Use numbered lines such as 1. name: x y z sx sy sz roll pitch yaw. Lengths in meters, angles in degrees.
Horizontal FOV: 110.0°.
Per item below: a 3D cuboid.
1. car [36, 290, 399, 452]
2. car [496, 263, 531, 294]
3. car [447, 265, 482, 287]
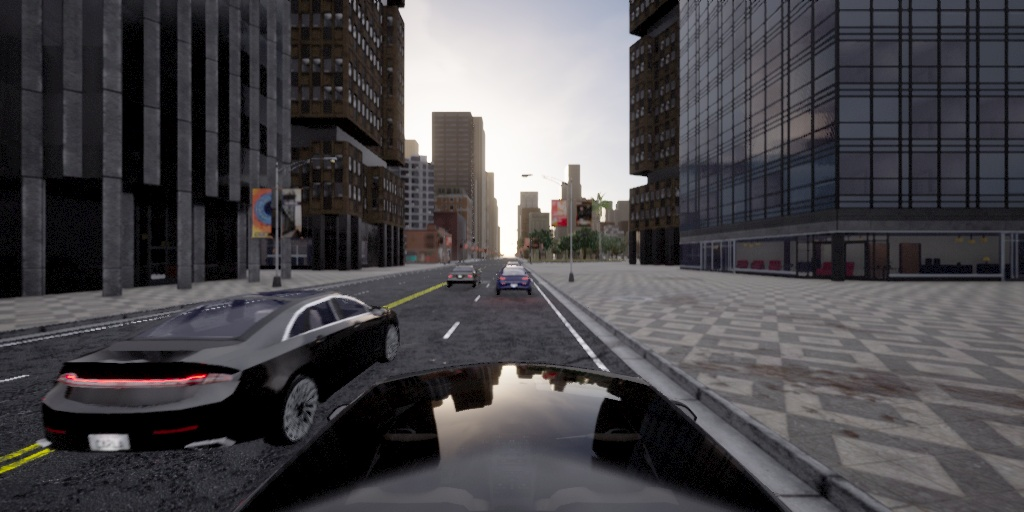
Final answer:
1. car: -3.151 1.244 5.229 2.128 1.511 4.902 0 0 0
2. car: 0.095 1.283 20.045 1.812 1.442 4.674 0 0 0
3. car: -3.154 1.305 24.292 2.033 1.411 5.357 0 0 0
